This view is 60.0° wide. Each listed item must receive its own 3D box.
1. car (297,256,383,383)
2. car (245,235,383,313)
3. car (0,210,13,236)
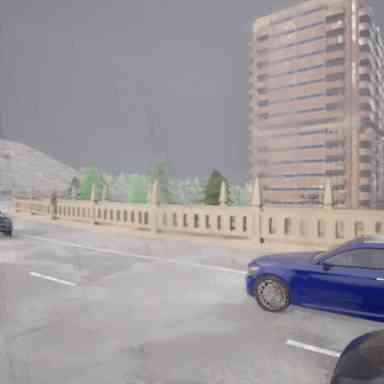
[{"bbox_3d":[3.277,1.504,1.655,4.892,1.490,1.837,0,0,35],"label":"car"},{"bbox_3d":[3.241,1.526,5.979,4.674,1.442,1.812,0,0,35],"label":"car"},{"bbox_3d":[-10.814,1.526,17.169,4.674,1.442,1.812,0,0,43],"label":"car"}]
